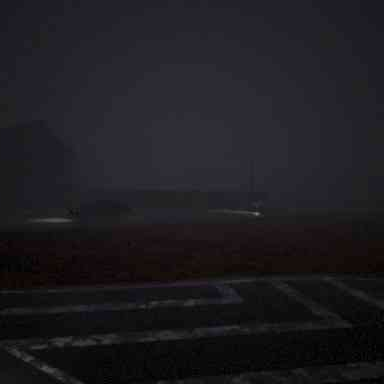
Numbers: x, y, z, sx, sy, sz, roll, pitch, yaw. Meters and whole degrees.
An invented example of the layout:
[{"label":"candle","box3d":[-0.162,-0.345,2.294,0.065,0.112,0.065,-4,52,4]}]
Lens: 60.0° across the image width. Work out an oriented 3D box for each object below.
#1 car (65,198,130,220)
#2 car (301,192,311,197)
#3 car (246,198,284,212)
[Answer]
[{"label":"car","box3d":[-7.141,1.243,25.553,4.892,1.490,1.837,0,1,-38]},{"label":"car","box3d":[29.902,1.379,86.947,2.242,1.667,4.611,1,0,35]},{"label":"car","box3d":[8.127,1.403,36.764,4.674,1.442,1.812,1,0,-32]}]
